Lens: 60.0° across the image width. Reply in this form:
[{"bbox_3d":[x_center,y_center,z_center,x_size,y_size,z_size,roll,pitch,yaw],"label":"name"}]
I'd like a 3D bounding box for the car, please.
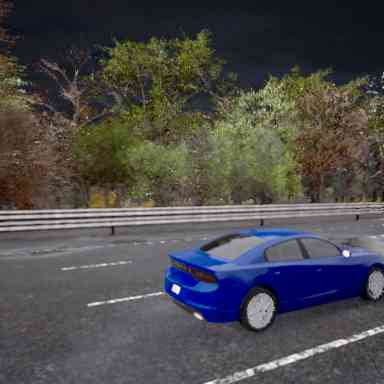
[{"bbox_3d":[1.890,1.485,6.786,5.008,1.535,1.882,0,0,-29],"label":"car"}]
